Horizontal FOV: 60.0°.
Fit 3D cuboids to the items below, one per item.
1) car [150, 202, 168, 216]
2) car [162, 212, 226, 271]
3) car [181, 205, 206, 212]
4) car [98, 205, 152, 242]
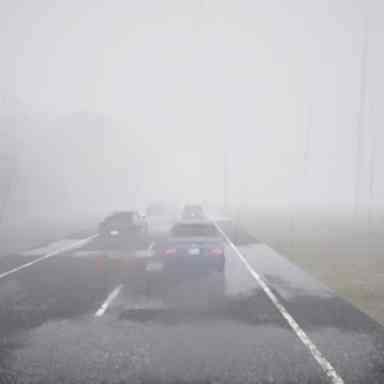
[{"bbox_3d":[-3.387,1.721,32.215,1.812,1.442,4.674,0,0,0],"label":"car"},{"bbox_3d":[0.071,1.618,11.191,2.033,1.411,5.357,0,0,0],"label":"car"},{"bbox_3d":[0.084,1.708,26.200,2.033,1.411,5.357,0,0,0],"label":"car"},{"bbox_3d":[-3.400,1.631,16.899,1.812,1.442,4.674,0,0,0],"label":"car"}]
